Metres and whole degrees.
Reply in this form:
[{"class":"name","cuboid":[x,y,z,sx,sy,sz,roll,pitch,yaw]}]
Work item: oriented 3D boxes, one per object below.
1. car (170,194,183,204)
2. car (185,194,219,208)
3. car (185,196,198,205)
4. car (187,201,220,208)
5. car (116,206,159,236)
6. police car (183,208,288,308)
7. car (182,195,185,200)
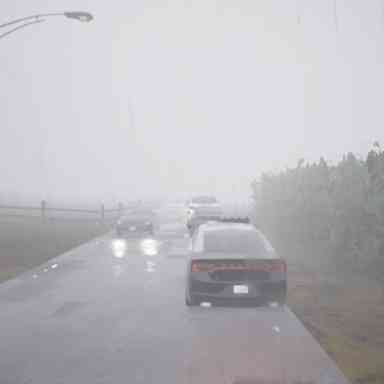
[{"class":"car","cuboid":[-2.882,1.502,61.156,1.994,1.385,4.181,0,0,0]},{"class":"car","cuboid":[0.793,1.187,24.050,2.150,2.045,5.566,0,0,0]},{"class":"car","cuboid":[-0.070,1.426,59.822,2.128,1.511,4.902,0,0,0]},{"class":"car","cuboid":[0.803,1.482,18.021,1.837,1.490,4.892,0,0,0]},{"class":"car","cuboid":[-2.873,1.501,18.376,1.812,1.442,4.674,0,0,0]},{"class":"police car","cuboid":[0.814,1.417,8.131,1.930,1.638,5.238,0,0,0]},{"class":"car","cuboid":[-0.014,1.399,46.376,1.882,1.535,5.008,0,0,1]}]
